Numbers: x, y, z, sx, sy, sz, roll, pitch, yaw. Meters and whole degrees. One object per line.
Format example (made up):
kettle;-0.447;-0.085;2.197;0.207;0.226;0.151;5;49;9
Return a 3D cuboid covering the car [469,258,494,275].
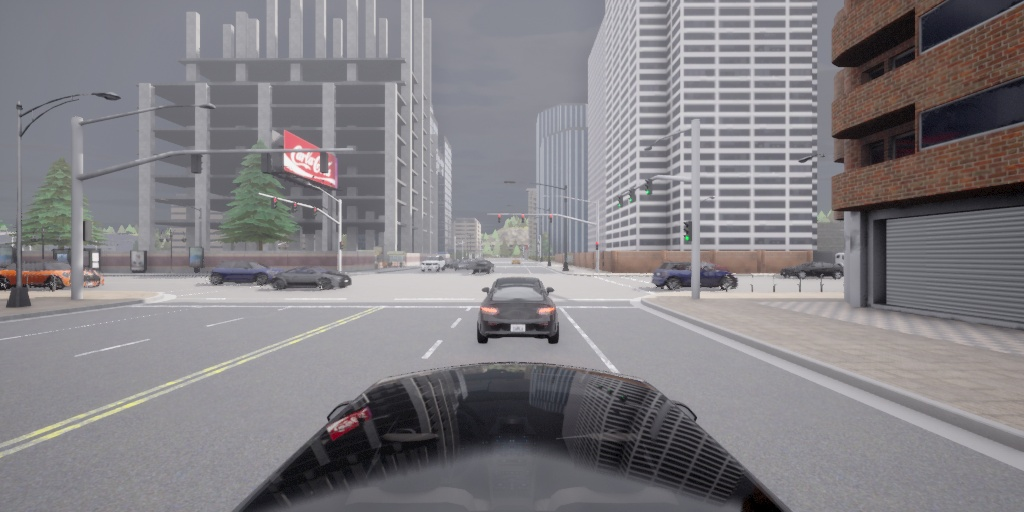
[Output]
car;-3.116;1.254;39.650;1.837;1.490;4.892;1;0;5

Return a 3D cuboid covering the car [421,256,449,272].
car;-10.084;0.971;46.199;2.150;2.045;5.566;0;0;1

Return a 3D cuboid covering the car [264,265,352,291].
car;-11.891;1.313;21.389;4.181;1.385;1.994;0;0;0

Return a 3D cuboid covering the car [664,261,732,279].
car;16.460;1.227;31.905;5.008;1.535;1.882;0;0;0

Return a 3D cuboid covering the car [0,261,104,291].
car;-27.539;1.102;21.495;4.553;1.767;2.097;0;0;0

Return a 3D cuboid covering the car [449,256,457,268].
car;-9.970;1.102;55.669;2.097;1.767;4.553;0;0;1

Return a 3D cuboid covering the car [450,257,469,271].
car;-6.565;1.241;48.554;2.128;1.511;4.902;0;0;1

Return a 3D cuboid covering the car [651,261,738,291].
car;10.769;1.102;21.242;4.553;1.767;2.097;0;0;0

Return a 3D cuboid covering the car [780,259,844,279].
car;26.653;1.227;31.829;5.008;1.535;1.882;0;0;0

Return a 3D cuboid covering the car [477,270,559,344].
car;0.157;1.276;9.484;1.812;1.442;4.674;0;0;1

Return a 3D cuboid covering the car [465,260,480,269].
car;-6.444;1.314;58.524;1.994;1.385;4.181;0;0;0

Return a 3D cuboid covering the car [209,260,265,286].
car;-18.127;1.101;24.928;4.553;1.767;2.097;0;0;0
